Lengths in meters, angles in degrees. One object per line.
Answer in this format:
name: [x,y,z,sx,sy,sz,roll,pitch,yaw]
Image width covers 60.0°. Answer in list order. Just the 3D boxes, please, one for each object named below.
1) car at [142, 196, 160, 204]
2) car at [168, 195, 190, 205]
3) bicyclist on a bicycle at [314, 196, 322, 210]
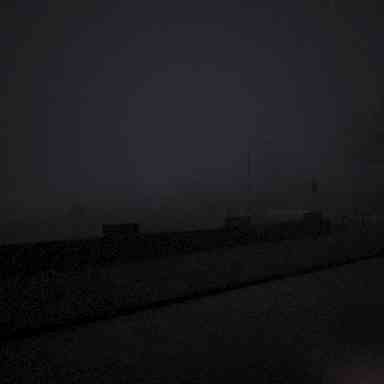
car: [-8.183,1.478,65.443,1.882,1.535,5.008,0,0,-35]
car: [-2.311,1.352,57.291,2.097,1.767,4.553,0,0,-35]
bicyclist on a bicycle: [15.178,1.349,40.088,1.656,1.620,0.582,0,0,-35]
